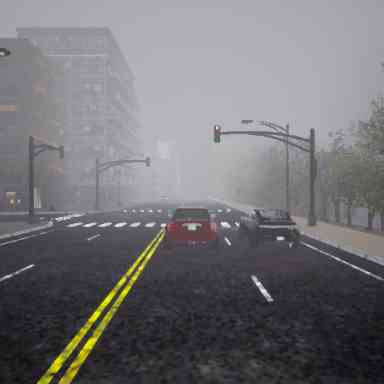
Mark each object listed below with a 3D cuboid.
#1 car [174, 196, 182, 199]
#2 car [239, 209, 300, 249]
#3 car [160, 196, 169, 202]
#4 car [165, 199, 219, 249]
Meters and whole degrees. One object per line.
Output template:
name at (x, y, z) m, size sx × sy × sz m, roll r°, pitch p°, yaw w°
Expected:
car at (-3.251, 1.632, 78.366) m, size 1.895 × 1.301 × 4.718 m, roll 0°, pitch 0°, yaw 0°
car at (3.250, 1.496, 14.650) m, size 2.128 × 1.511 × 4.902 m, roll 0°, pitch 0°, yaw 0°
car at (-6.501, 1.561, 78.396) m, size 1.812 × 1.442 × 4.674 m, roll 0°, pitch 0°, yaw 0°
car at (0.000, 1.367, 14.621) m, size 2.097 × 1.767 × 4.553 m, roll 0°, pitch 0°, yaw 0°
